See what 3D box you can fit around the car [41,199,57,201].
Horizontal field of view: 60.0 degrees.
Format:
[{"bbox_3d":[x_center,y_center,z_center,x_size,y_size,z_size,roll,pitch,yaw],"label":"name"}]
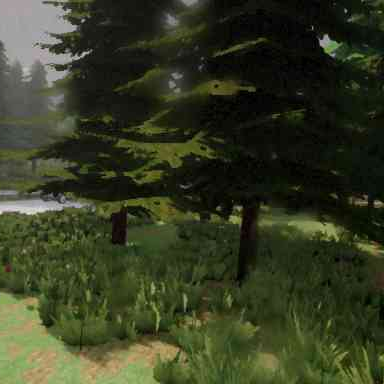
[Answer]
[{"bbox_3d":[-9.895,0.050,26.706,1.837,1.490,4.892,5,3,24],"label":"car"}]
